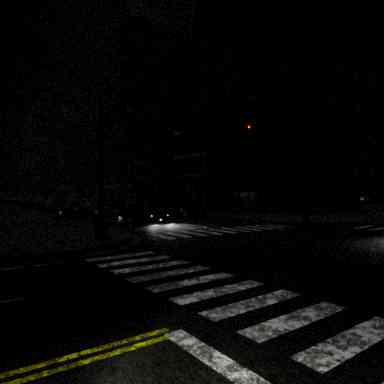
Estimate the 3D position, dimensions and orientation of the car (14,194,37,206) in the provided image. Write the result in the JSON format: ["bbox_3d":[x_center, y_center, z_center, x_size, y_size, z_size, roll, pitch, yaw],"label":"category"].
[{"bbox_3d":[-26.379,1.433,52.634,1.967,1.590,4.097,0,0,-35],"label":"car"}]

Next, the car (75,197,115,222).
[{"bbox_3d":[-7.205,1.424,25.696,1.967,1.590,4.097,0,0,-35],"label":"car"}]

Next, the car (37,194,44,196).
[{"bbox_3d":[-35.819,1.492,79.737,1.967,1.590,4.097,0,0,-35],"label":"car"}]

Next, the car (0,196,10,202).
[{"bbox_3d":[-42.357,1.602,75.083,1.802,1.307,4.206,0,0,-35],"label":"car"}]

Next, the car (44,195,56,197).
[{"bbox_3d":[-29.427,1.481,70.757,1.967,1.590,4.097,0,0,-35],"label":"car"}]

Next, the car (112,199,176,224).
[{"bbox_3d":[-3.768,1.543,25.211,2.033,1.411,5.357,0,0,-37],"label":"car"}]

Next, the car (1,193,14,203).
[{"bbox_3d":[-39.161,1.559,70.593,1.887,1.381,4.507,0,0,-35],"label":"car"}]

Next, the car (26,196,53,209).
[{"bbox_3d":[-19.988,1.536,43.654,2.008,1.369,4.403,0,0,-35],"label":"car"}]

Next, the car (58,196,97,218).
[{"bbox_3d":[-10.401,1.423,30.186,1.967,1.590,4.097,0,0,-35],"label":"car"}]

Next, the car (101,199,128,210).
[{"bbox_3d":[-10.255,1.582,43.818,1.947,1.339,4.313,0,0,-35],"label":"car"}]

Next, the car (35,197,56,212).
[{"bbox_3d":[-16.792,1.565,39.165,1.802,1.307,4.206,0,0,-35],"label":"car"}]

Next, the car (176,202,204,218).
[{"bbox_3d":[-0.667,1.583,30.349,1.947,1.339,4.313,0,0,-35],"label":"car"}]

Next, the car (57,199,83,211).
[{"bbox_3d":[-15.298,1.558,41.466,1.994,1.385,4.181,0,0,-35],"label":"car"}]

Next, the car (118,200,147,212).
[{"bbox_3d":[-7.059,1.597,39.329,1.802,1.307,4.206,0,0,-35],"label":"car"}]

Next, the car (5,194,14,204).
[{"bbox_3d":[-32.770,1.554,61.613,2.008,1.369,4.403,0,0,-35],"label":"car"}]
